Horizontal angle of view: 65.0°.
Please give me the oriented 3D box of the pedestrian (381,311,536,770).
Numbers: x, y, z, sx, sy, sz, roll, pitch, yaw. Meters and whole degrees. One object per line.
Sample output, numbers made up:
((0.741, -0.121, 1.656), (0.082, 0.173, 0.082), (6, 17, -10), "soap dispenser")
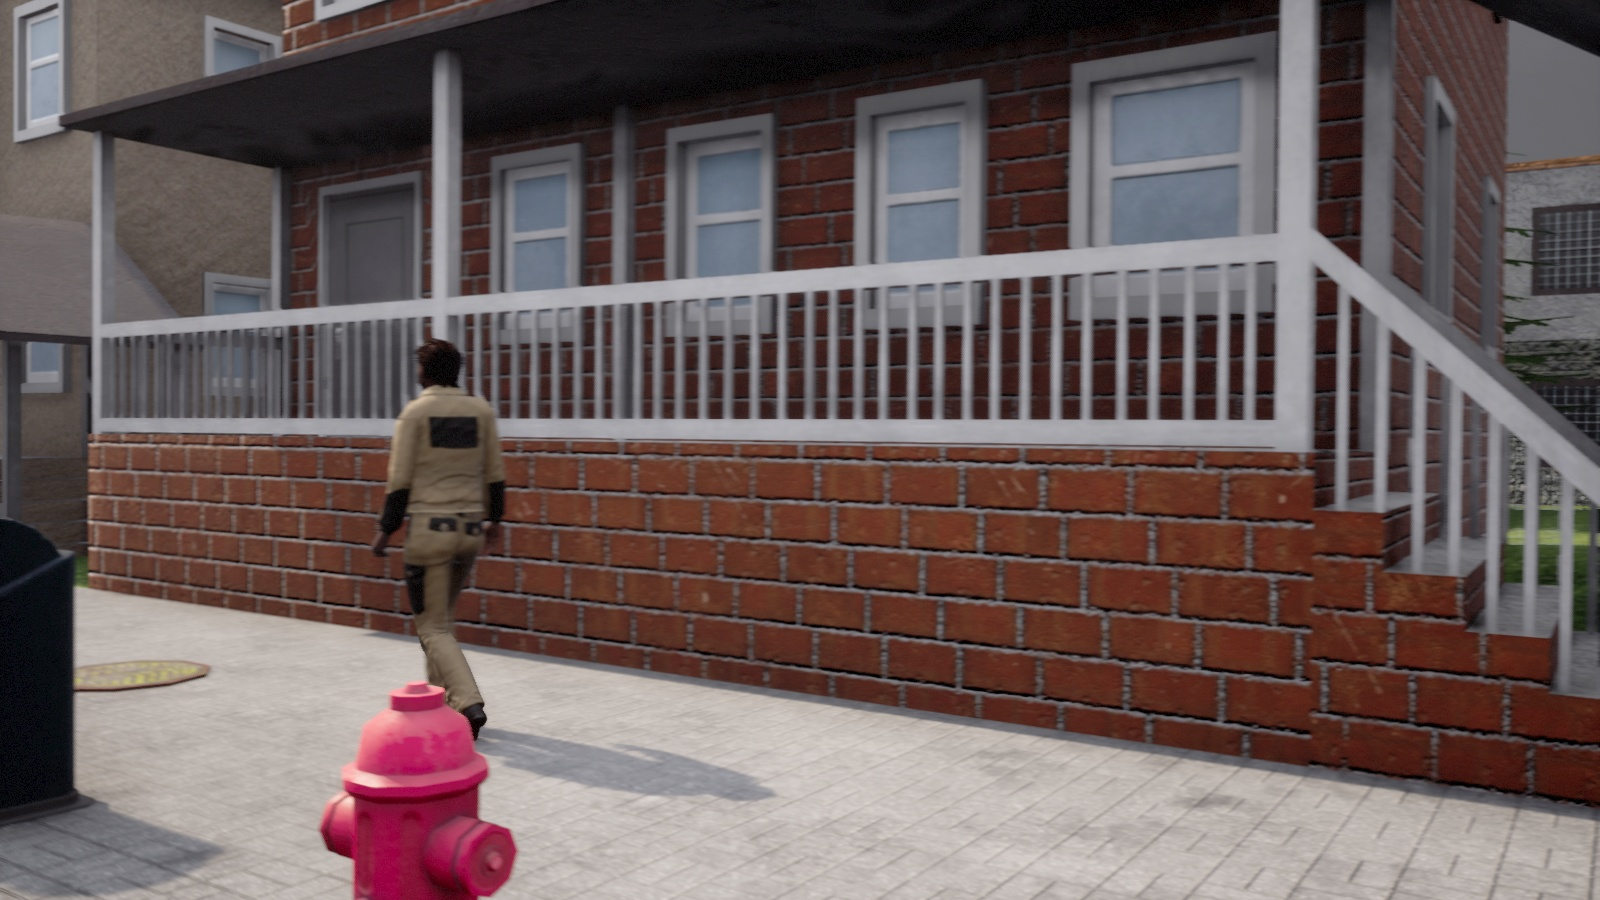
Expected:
((-1.546, 0.378, 5.663), (0.396, 1.930, 0.692), (-1, 1, -40), "pedestrian")
